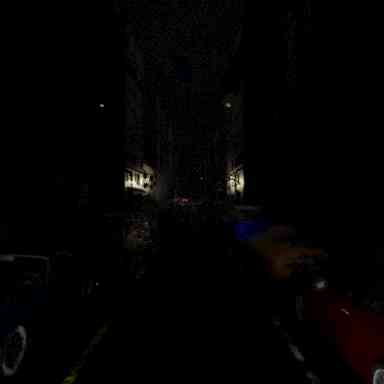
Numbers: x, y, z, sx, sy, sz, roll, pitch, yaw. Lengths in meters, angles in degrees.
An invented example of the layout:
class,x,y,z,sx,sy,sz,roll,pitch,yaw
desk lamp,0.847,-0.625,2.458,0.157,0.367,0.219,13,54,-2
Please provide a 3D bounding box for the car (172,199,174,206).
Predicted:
class,x,y,z,sx,sy,sz,roll,pitch,yaw
car,-5.405,2.397,70.198,2.008,1.369,4.403,1,-1,1

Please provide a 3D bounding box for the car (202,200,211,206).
class,x,y,z,sx,sy,sz,roll,pitch,yaw
car,3.189,2.454,75.627,1.887,1.381,4.507,1,-1,1

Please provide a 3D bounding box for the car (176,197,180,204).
class,x,y,z,sx,sy,sz,roll,pitch,yaw
car,-5.128,2.629,92.142,1.752,1.417,4.829,1,-1,1

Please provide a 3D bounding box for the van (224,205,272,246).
class,x,y,z,sx,sy,sz,roll,pitch,yaw
van,2.675,1.534,15.706,1.690,1.788,3.998,1,-1,0

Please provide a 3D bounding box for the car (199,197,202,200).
class,x,y,z,sx,sy,sz,roll,pitch,yaw
car,3.328,2.606,86.687,1.947,1.339,4.313,1,-1,1

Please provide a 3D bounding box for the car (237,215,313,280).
class,x,y,z,sx,sy,sz,roll,pitch,yaw
car,2.675,1.651,10.201,1.752,1.417,4.829,1,-1,0

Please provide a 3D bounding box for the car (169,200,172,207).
class,x,y,z,sx,sy,sz,roll,pitch,yaw
car,-5.475,2.346,64.669,1.947,1.339,4.313,1,-1,1

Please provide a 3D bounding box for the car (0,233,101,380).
class,x,y,z,sx,sy,sz,roll,pitch,yaw
car,-3.100,1.672,5.703,1.895,1.301,4.718,0,-1,0

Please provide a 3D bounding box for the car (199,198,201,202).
class,x,y,z,sx,sy,sz,roll,pitch,yaw
car,3.119,2.395,70.097,2.008,1.369,4.403,1,-1,1

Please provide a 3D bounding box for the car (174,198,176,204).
class,x,y,z,sx,sy,sz,roll,pitch,yaw
car,-5.336,2.456,75.726,1.887,1.381,4.507,1,-1,1

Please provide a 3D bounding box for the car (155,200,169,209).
class,x,y,z,sx,sy,sz,roll,pitch,yaw
car,-5.545,2.297,59.140,1.802,1.307,4.206,1,-1,1

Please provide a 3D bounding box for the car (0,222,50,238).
class,x,y,z,sx,sy,sz,roll,pitch,yaw
car,-5.852,1.668,10.032,1.887,1.381,4.507,1,-1,0

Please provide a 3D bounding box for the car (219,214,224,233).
class,x,y,z,sx,sy,sz,roll,pitch,yaw
car,2.672,1.788,21.547,1.752,1.417,4.829,1,-1,0

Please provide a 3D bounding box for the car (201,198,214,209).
class,x,y,z,sx,sy,sz,roll,pitch,yaw
car,2.980,2.279,59.037,1.947,1.339,4.313,1,-1,1

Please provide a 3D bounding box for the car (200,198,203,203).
class,x,y,z,sx,sy,sz,roll,pitch,yaw
car,3.050,2.323,64.567,1.887,1.381,4.507,1,-1,1

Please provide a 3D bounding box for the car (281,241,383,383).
class,x,y,z,sx,sy,sz,roll,pitch,yaw
car,2.674,1.637,4.357,1.802,1.307,4.206,1,-1,0
